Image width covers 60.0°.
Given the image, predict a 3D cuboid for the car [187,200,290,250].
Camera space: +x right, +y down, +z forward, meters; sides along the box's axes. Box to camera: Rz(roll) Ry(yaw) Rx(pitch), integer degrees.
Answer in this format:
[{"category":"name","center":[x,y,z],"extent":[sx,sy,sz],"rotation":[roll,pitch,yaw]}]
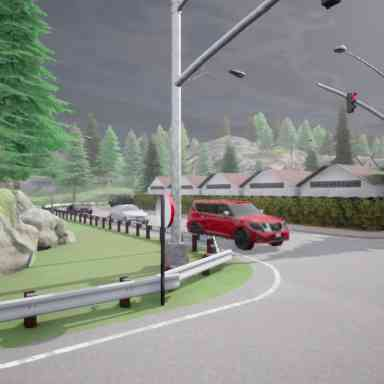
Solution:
[{"category":"car","center":[1.946,1.416,15.875],"extent":[2.150,2.045,5.566],"rotation":[0,0,-35]}]

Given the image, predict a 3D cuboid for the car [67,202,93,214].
[{"category":"car","center":[-12.389,1.759,36.647],"extent":[1.994,1.385,4.181],"rotation":[0,0,-33]}]

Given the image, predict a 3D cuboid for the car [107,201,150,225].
[{"category":"car","center":[-4.985,1.721,25.779],"extent":[1.812,1.442,4.674],"rotation":[0,0,-35]}]

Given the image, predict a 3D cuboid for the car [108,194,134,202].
[{"category":"car","center":[-10.954,1.405,53.201],"extent":[2.150,2.045,5.566],"rotation":[0,0,33]}]
